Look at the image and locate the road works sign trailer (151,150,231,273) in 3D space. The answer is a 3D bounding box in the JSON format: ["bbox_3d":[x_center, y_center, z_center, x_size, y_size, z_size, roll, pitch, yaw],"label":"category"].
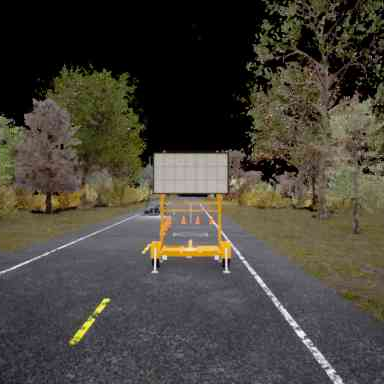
[{"bbox_3d":[-0.038,0.469,10.664,2.380,3.560,2.880,0,0,0],"label":"road works sign trailer"}]

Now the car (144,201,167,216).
[{"bbox_3d":[-3.641,1.599,33.520,1.994,1.385,4.181,0,0,0],"label":"car"}]
